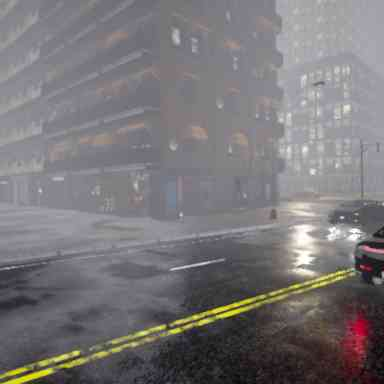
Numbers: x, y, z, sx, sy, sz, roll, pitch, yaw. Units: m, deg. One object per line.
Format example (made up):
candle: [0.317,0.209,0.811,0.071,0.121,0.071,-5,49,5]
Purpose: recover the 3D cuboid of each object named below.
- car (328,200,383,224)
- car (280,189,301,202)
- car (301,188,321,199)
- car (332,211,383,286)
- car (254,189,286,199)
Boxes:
car: [9.597,1.136,18.983,4.181,1.385,1.994,-2,1,-37]
car: [10.030,0.493,39.607,4.829,1.417,1.752,1,1,43]
car: [15.592,0.168,46.105,4.097,1.590,1.967,1,1,43]
car: [5.624,1.290,7.605,4.902,1.511,2.128,-2,1,-36]
car: [11.636,0.238,49.716,4.313,1.339,1.947,1,1,43]
